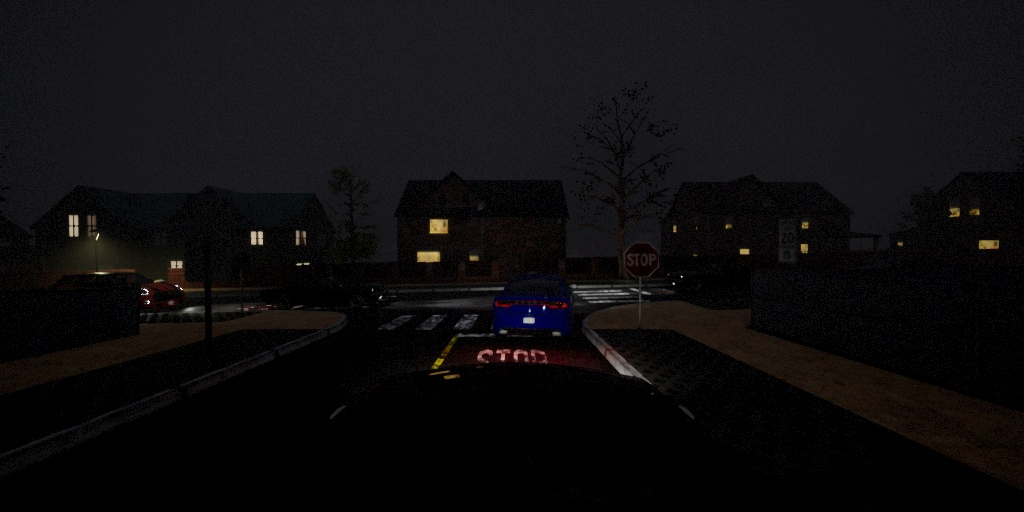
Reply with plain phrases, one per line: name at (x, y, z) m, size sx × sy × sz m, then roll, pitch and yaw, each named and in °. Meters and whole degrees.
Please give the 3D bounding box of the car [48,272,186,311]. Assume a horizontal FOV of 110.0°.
car at (-16.807, 1.472, 15.292) m, size 4.553 × 1.767 × 2.097 m, roll -1°, pitch 1°, yaw 0°

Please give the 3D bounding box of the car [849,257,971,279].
car at (20.046, 0.753, 18.286) m, size 5.357 × 1.411 × 2.033 m, roll -1°, pitch 1°, yaw 0°

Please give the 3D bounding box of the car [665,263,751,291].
car at (10.401, 1.034, 18.244) m, size 4.718 × 1.301 × 1.895 m, roll -1°, pitch 1°, yaw -1°

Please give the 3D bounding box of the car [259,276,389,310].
car at (-7.820, 1.506, 15.305) m, size 4.718 × 1.301 × 1.895 m, roll -1°, pitch 1°, yaw 0°

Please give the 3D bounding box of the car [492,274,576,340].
car at (0.781, 1.226, 10.103) m, size 1.882 × 1.535 × 5.008 m, roll 0°, pitch 0°, yaw 10°
